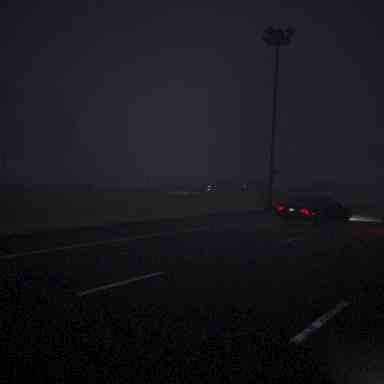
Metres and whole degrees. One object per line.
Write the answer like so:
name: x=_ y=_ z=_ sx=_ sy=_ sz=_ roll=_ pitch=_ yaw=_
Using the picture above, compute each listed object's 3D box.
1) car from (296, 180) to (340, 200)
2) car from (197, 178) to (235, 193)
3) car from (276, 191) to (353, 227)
car: x=14.651 y=-0.261 z=38.464 sx=5.566 sy=2.045 sz=2.150 roll=0 pitch=4 yaw=-39
car: x=3.136 y=-0.806 z=42.516 sx=4.553 sy=1.767 sz=2.097 roll=0 pitch=4 yaw=-40
car: x=6.457 y=0.866 z=17.201 sx=5.357 sy=1.411 sz=2.033 roll=-1 pitch=4 yaw=-44
